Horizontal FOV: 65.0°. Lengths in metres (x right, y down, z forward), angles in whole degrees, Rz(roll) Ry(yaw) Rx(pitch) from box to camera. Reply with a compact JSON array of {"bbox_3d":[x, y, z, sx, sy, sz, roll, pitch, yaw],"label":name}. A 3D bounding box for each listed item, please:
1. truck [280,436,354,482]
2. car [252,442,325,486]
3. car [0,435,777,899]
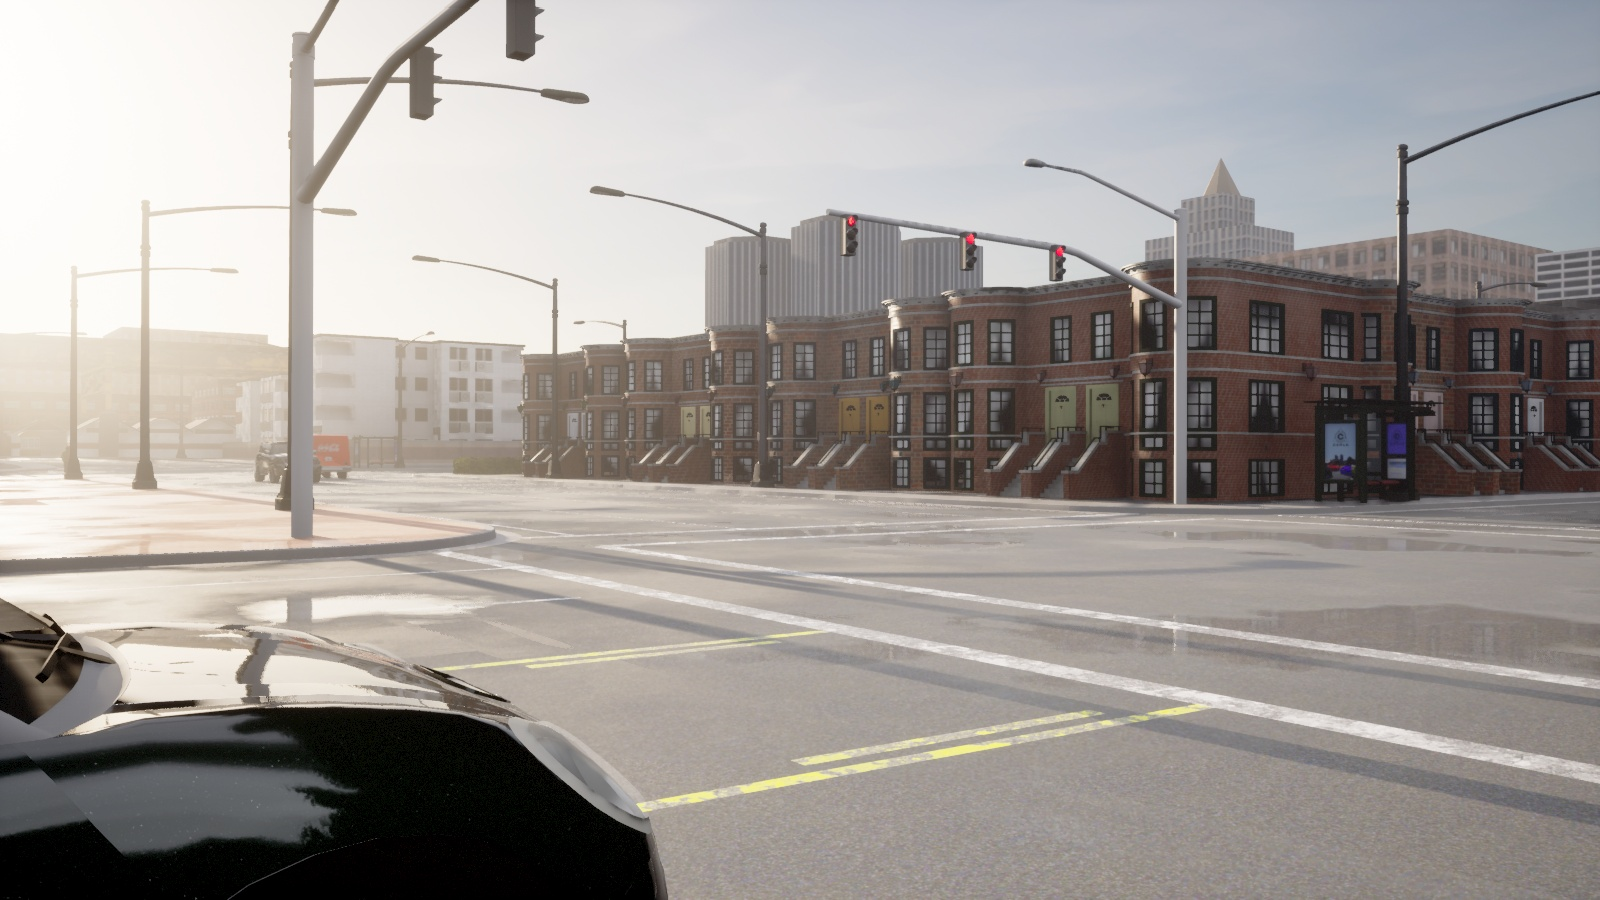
[{"bbox_3d":[-27.078,0.488,70.305,2.627,2.467,5.204,0,0,-35],"label":"truck"},{"bbox_3d":[-25.060,0.667,61.376,2.150,2.045,5.566,0,0,-35],"label":"car"},{"bbox_3d":[-2.171,0.720,2.205,3.806,1.475,1.970,0,0,-35],"label":"car"}]
